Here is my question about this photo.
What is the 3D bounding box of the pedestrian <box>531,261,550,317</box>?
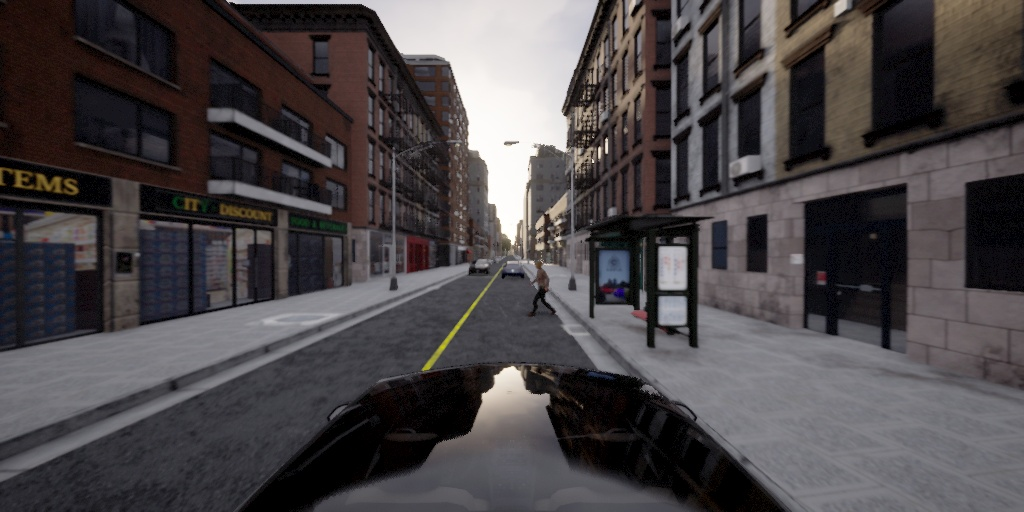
[{"bbox_3d":[0.896,0.997,11.356,0.375,1.860,0.375,0,0,-10],"label":"pedestrian"}]

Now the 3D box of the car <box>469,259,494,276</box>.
[{"bbox_3d":[-3.099,1.066,35.136,1.882,1.535,5.008,0,0,0],"label":"car"}]

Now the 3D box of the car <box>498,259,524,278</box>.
[{"bbox_3d":[0.078,1.170,31.616,1.994,1.385,4.181,0,0,0],"label":"car"}]

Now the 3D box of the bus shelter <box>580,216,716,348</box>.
[{"bbox_3d":[3.133,0.590,9.192,1.920,2.740,3.880,0,0,0],"label":"bus shelter"}]
